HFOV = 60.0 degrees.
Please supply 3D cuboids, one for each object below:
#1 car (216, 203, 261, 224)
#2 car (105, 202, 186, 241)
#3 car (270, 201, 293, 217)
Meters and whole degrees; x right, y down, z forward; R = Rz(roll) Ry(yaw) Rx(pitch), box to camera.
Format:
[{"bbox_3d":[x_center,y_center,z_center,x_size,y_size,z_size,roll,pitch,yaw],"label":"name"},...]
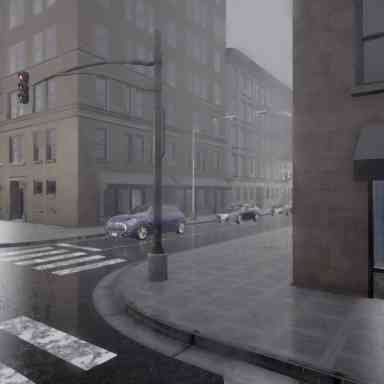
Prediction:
[{"bbox_3d":[3.681,1.629,25.951,2.128,1.511,4.902,0,0,36],"label":"car"},{"bbox_3d":[-2.335,1.432,17.538,2.097,1.767,4.553,0,0,36],"label":"car"},{"bbox_3d":[9.729,1.684,34.450,2.128,1.511,4.902,0,0,35],"label":"car"}]
